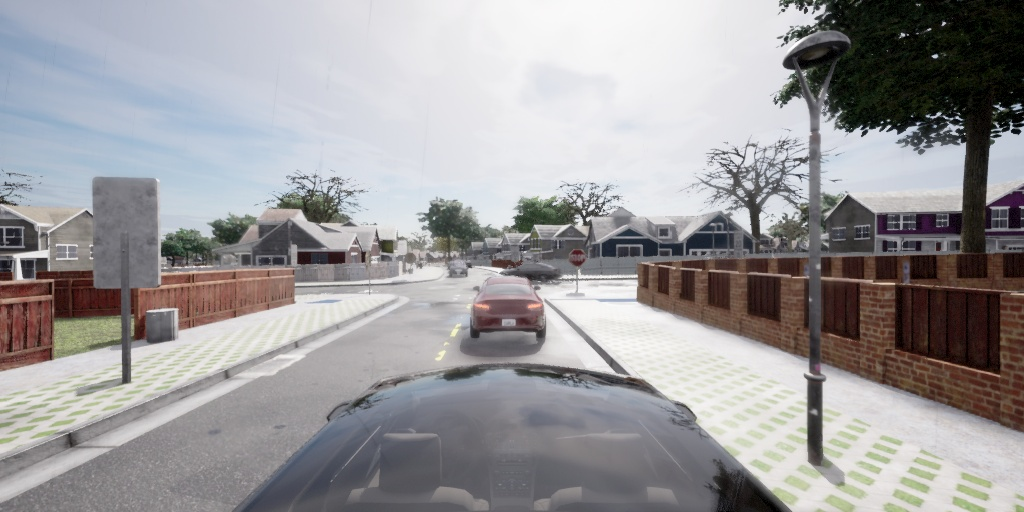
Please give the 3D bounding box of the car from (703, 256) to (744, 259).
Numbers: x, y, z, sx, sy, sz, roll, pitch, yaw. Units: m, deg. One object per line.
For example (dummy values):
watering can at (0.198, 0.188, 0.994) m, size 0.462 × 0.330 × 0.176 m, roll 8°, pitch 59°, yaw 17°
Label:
car at (13.732, 0.776, 24.458) m, size 4.553 × 1.767 × 2.097 m, roll -1°, pitch 1°, yaw 4°

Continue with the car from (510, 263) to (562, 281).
car at (1.340, 1.221, 26.219) m, size 4.674 × 1.442 × 1.812 m, roll -2°, pitch 0°, yaw 23°

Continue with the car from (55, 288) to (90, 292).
car at (-25.007, 1.940, 19.435) m, size 4.718 × 1.301 × 1.895 m, roll -1°, pitch 1°, yaw -11°

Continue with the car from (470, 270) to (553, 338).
car at (-0.133, 1.280, 10.065) m, size 1.812 × 1.442 × 4.674 m, roll 0°, pitch 0°, yaw -2°

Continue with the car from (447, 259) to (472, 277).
car at (-5.518, 1.352, 37.111) m, size 2.128 × 1.511 × 4.902 m, roll 0°, pitch 0°, yaw -8°
